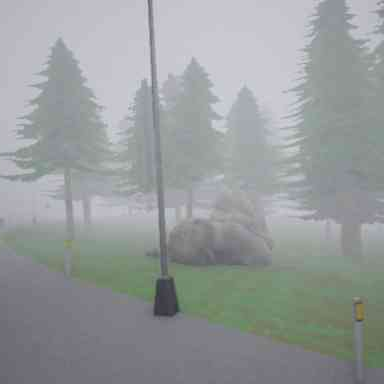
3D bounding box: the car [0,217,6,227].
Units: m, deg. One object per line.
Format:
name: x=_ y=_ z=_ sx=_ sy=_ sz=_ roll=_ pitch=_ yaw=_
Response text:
car: x=-22.058 y=3.162 z=36.272 sx=2.128 sy=1.511 sz=4.902 roll=-5 pitch=-3 yaw=-9
